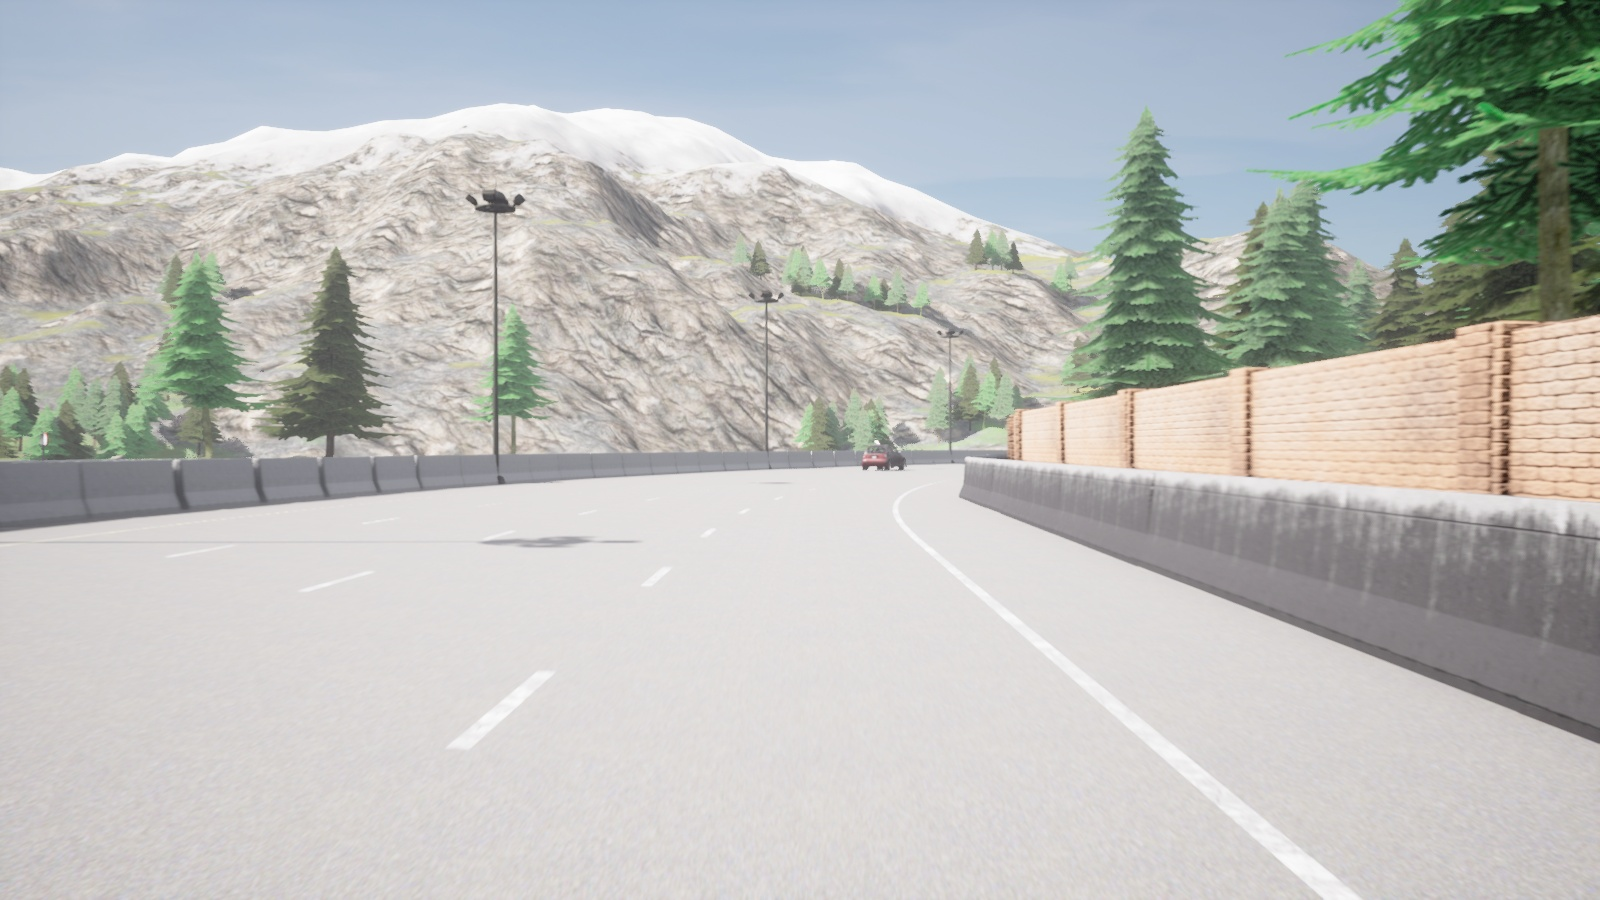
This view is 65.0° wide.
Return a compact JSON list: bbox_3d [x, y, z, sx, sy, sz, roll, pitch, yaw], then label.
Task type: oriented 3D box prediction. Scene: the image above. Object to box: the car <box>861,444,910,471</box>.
[{"bbox_3d":[5.379,0.457,78.834,1.851,1.617,3.988,0,0,23],"label":"car"}]
